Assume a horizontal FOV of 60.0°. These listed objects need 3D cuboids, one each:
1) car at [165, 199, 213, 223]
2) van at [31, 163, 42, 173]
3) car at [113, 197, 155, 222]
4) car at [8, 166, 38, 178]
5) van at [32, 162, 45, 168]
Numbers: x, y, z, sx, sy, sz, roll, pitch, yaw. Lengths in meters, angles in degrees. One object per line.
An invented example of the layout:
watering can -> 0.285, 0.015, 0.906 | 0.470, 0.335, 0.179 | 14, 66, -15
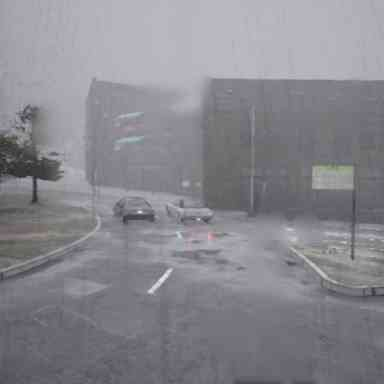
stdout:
car -> -0.344, 1.113, 21.630 | 1.895, 1.301, 4.718 | 1, 4, -20
van -> -34.949, -4.621, 70.283 | 4.442, 1.987, 1.878 | -1, 7, -38
car -> -3.728, 0.983, 21.073 | 1.994, 1.385, 4.181 | 1, 4, -21
car -> -33.140, -3.651, 64.495 | 4.674, 1.452, 2.002 | -1, 8, -38
van -> -37.997, -5.671, 78.743 | 4.442, 1.987, 1.878 | -1, 8, -38
